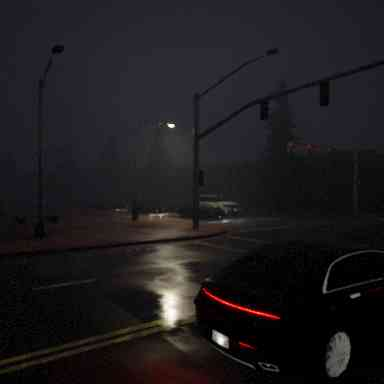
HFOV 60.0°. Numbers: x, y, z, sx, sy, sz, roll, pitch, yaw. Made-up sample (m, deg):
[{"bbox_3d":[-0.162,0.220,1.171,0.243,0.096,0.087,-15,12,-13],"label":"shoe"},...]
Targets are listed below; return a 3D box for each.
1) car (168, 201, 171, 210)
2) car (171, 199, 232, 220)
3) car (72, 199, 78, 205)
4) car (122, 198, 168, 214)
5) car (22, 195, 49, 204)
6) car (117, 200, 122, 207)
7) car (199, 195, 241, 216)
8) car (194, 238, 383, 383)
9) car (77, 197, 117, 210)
[{"bbox_3d":[-3.713,1.561,40.457,1.882,1.535,5.008,0,0,-43],"label":"car"},{"bbox_3d":[0.704,1.619,29.177,2.033,1.411,5.357,0,0,-36],"label":"car"},{"bbox_3d":[-19.109,1.555,59.298,5.008,1.535,1.882,0,0,21],"label":"car"},{"bbox_3d":[-5.352,1.618,37.185,2.033,1.411,5.357,0,0,-39],"label":"car"},{"bbox_3d":[-29.066,1.401,61.771,4.553,1.767,2.097,0,0,9],"label":"car"},{"bbox_3d":[-11.406,1.600,47.309,4.674,1.442,1.812,0,0,34],"label":"car"},{"bbox_3d":[2.355,1.308,32.802,2.150,2.045,5.566,0,0,-37],"label":"car"},{"bbox_3d":[2.318,1.526,5.424,4.892,1.490,1.837,0,0,-35],"label":"car"},{"bbox_3d":[-12.597,1.663,43.955,4.718,1.301,1.895,0,0,36],"label":"car"}]
